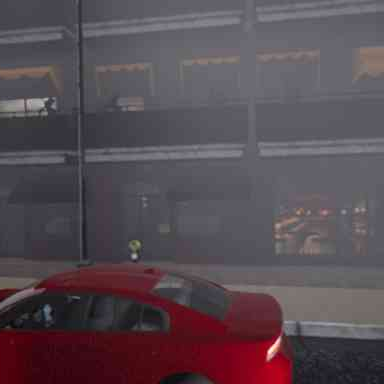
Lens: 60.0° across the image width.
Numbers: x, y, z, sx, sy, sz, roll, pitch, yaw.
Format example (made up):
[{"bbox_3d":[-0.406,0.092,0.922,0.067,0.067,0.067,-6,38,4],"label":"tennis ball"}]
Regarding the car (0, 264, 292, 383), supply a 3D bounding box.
[{"bbox_3d":[-1.214,1.551,3.817,4.507,1.381,1.887,0,-1,8],"label":"car"}]
